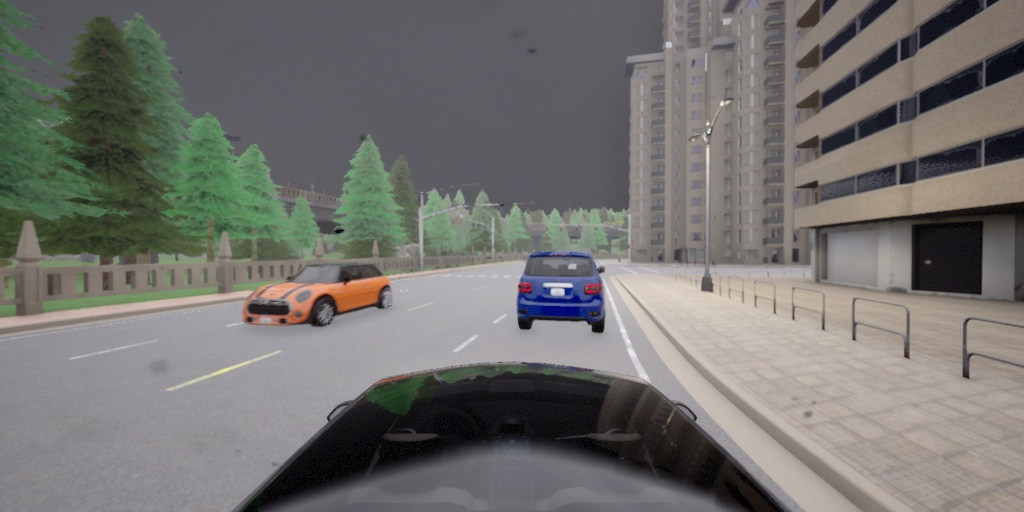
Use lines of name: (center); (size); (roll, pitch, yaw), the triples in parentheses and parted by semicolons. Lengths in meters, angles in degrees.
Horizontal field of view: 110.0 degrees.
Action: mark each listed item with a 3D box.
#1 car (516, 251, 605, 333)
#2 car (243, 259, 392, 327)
car: (1.566, 0.880, 10.684); (2.150, 2.045, 5.566); (0, 0, 12)
car: (-5.712, 1.005, 11.181); (2.097, 1.767, 4.553); (0, 1, 12)
